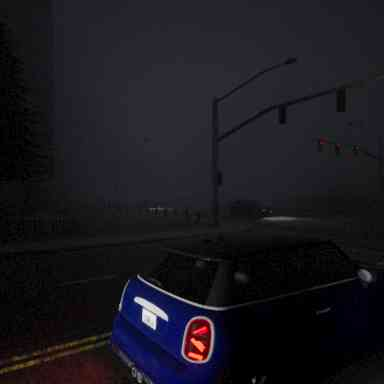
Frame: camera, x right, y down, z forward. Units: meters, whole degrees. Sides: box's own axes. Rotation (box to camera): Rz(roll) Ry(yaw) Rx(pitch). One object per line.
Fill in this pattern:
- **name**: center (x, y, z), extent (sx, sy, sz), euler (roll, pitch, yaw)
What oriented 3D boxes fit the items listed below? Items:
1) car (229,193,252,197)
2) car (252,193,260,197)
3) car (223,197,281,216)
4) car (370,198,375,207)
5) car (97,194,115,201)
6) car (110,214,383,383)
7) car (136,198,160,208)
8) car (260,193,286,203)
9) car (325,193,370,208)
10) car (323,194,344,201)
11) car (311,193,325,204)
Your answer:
- **car**: center (11.428, 1.335, 78.321), extent (1.970, 1.475, 3.806), euler (0, 0, -36)
- **car**: center (13.787, 1.300, 80.000), extent (1.784, 1.438, 3.905), euler (0, 0, -36)
- **car**: center (5.413, 1.480, 30.761), extent (1.837, 1.490, 4.892), euler (0, 0, -36)
- **car**: center (23.422, 1.105, 46.877), extent (1.905, 1.878, 3.866), euler (0, 0, -36)
- **car**: center (-15.455, 0.985, 59.984), extent (2.097, 1.767, 4.553), euler (0, 0, -36)
- **car**: center (1.288, 1.348, 4.717), extent (4.553, 1.767, 2.097), euler (0, 0, -35)
- **car**: center (-6.224, 1.539, 46.963), extent (1.994, 1.385, 4.181), euler (0, 0, -36)
- **car**: center (15.492, 1.341, 62.674), extent (1.970, 1.475, 3.806), euler (0, 0, -36)
- **car**: center (21.033, 1.105, 45.242), extent (1.932, 1.855, 4.605), euler (0, 0, -36)
- **car**: center (31.599, 1.288, 74.179), extent (1.784, 1.438, 3.905), euler (0, 0, -36)
- **car**: center (29.202, 1.080, 72.551), extent (1.932, 1.855, 4.605), euler (0, 0, -36)
